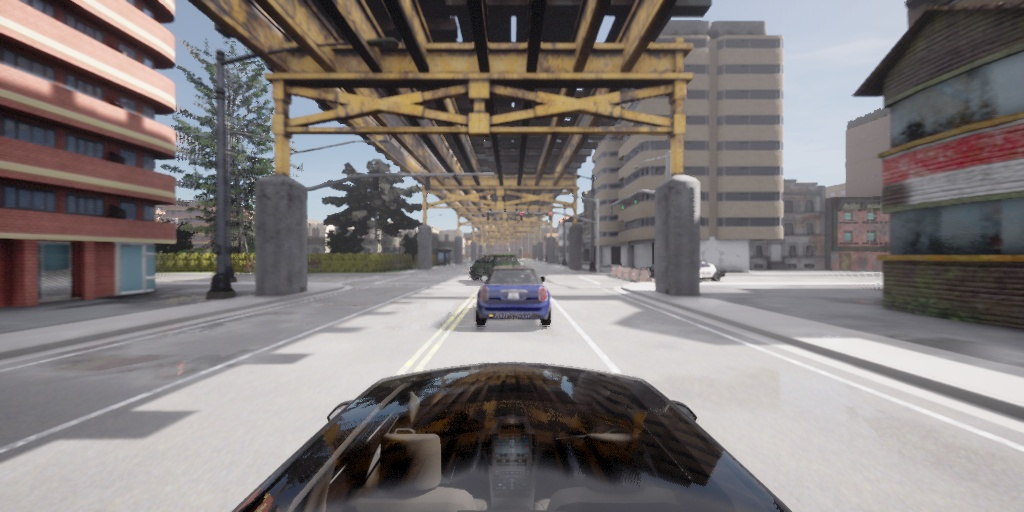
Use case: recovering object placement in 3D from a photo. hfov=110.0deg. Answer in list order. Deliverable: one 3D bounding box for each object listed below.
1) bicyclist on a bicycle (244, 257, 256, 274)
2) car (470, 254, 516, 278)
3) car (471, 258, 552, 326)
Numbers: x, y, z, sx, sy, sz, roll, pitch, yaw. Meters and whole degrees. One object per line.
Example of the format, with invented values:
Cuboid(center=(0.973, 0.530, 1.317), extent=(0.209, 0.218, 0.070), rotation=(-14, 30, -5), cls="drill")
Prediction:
Cuboid(center=(-25.274, 0.905, 34.633), extent=(0.582, 1.620, 1.656), rotation=(0, 0, 0), cls="bicyclist on a bicycle")
Cuboid(center=(-1.293, 0.864, 26.087), extent=(2.150, 2.045, 5.566), rotation=(1, 0, -23), cls="car")
Cuboid(center=(0.056, 1.059, 11.617), extent=(2.097, 1.767, 4.553), rotation=(0, 0, 0), cls="car")
